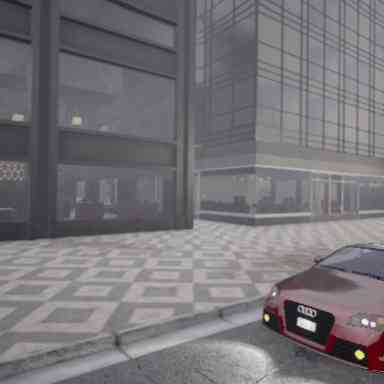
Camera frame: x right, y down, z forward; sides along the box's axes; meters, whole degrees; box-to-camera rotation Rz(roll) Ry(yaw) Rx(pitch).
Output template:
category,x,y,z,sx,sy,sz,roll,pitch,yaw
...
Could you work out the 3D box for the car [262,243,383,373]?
category,x,y,z,sx,sy,sz,roll,pitch,yaw
car,3.163,1.622,5.658,4.181,1.385,1.994,1,0,-36
